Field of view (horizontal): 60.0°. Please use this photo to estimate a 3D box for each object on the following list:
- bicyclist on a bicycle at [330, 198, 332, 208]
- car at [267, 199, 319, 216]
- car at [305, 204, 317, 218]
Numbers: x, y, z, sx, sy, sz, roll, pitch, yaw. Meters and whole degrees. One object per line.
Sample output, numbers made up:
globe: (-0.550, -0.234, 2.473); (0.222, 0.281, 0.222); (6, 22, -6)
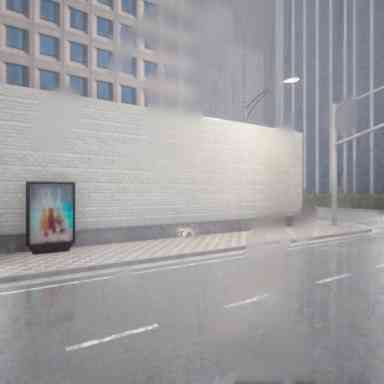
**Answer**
bicyclist on a bicycle: (18.668, 1.347, 43.951); (1.656, 1.620, 0.582); (0, 0, -36)
car: (10.446, 1.541, 34.856); (2.128, 1.511, 4.902); (0, 0, -36)
car: (9.065, 1.528, 30.770); (1.882, 1.535, 5.008); (0, 0, -36)
